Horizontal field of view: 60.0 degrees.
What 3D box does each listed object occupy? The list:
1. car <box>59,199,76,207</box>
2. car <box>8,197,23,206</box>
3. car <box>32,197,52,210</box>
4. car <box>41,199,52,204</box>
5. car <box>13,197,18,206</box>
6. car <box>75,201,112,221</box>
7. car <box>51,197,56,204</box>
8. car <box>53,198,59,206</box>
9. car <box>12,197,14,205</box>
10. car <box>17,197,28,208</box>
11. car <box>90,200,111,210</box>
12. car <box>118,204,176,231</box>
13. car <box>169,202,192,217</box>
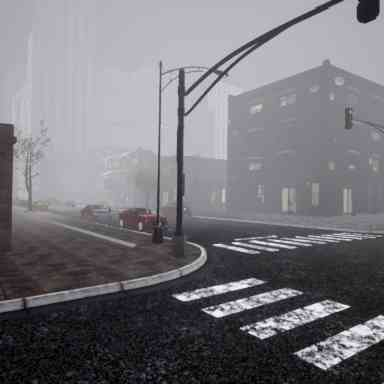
[{"bbox_3d":[-24.755,2.115,67.117,1.967,1.590,4.097,1,-1,-35],"label":"car"},{"bbox_3d":[-37.945,1.931,71.445,2.192,1.841,5.009,1,-1,-35],"label":"car"},{"bbox_3d":[-22.317,1.892,48.780,1.752,1.417,4.829,1,-1,-35],"label":"car"},{"bbox_3d":[-37.456,2.404,85.447,1.752,1.417,4.829,1,-1,-35],"label":"car"},{"bbox_3d":[-31.644,2.082,62.346,1.947,1.339,4.313,1,-1,-35],"label":"car"},{"bbox_3d":[-8.269,1.730,28.383,1.802,1.307,4.206,1,-1,-35],"label":"car"},{"bbox_3d":[-34.207,2.141,80.762,2.192,1.841,5.009,1,-1,-35],"label":"car"},{"bbox_3d":[-27.906,2.307,71.663,1.802,1.307,4.206,1,-1,-35],"label":"car"},{"bbox_3d":[-34.795,2.132,66.894,1.947,1.339,4.313,1,-1,-35],"label":"car"},{"bbox_3d":[-28.673,2.013,58.046,1.887,1.381,4.507,1,-1,-35],"label":"car"},{"bbox_3d":[-14.404,2.039,52.300,1.752,1.417,4.829,1,-1,-35],"label":"car"},{"bbox_3d":[-3.142,1.616,20.985,1.887,1.381,4.507,1,-1,-35],"label":"car"},{"bbox_3d":[-1.794,1.762,34.208,1.967,1.590,4.097,1,-1,-35],"label":"car"}]
